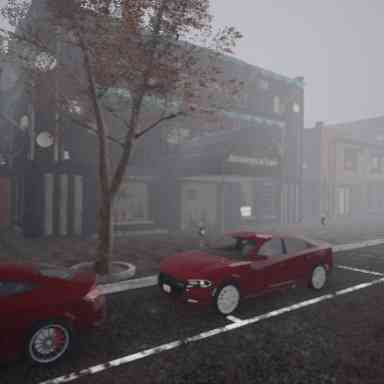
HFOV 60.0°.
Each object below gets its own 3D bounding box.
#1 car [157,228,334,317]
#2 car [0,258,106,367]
[{"bbox_3d":[1.369,1.555,7.518,4.507,1.381,1.887,0,1,-35],"label":"car"},{"bbox_3d":[-3.229,1.581,4.244,4.206,1.307,1.802,0,1,-35],"label":"car"}]
